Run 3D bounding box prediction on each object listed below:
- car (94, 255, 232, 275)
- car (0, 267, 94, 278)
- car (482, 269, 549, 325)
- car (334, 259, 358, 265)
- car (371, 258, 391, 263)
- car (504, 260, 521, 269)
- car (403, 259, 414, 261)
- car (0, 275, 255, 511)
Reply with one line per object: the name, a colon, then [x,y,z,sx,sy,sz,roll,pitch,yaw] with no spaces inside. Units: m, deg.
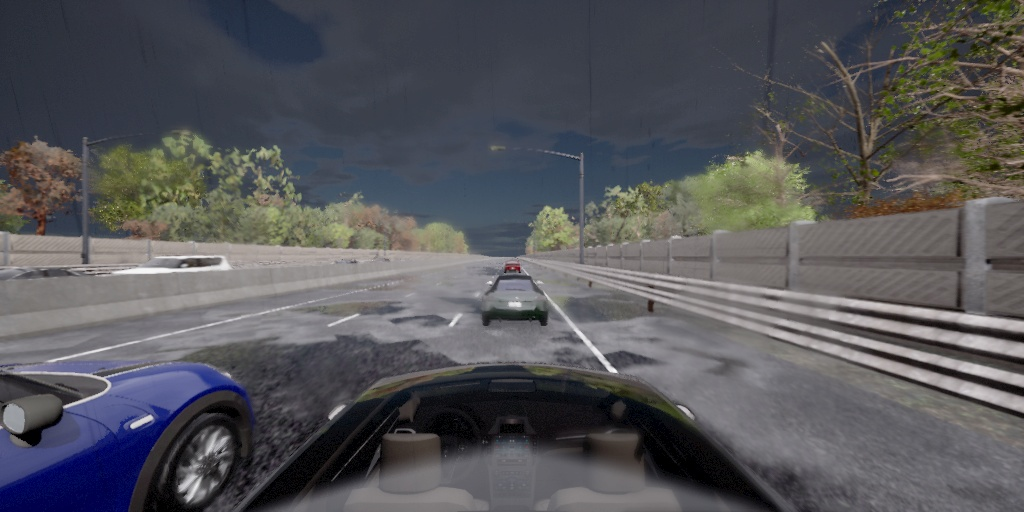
car: [-17.607,0.978,18.895,2.150,2.045,5.566,0,0,0]
car: [-21.105,1.261,15.453,1.837,1.490,4.892,0,0,0]
car: [0.096,1.316,11.907,1.994,1.385,4.181,0,0,0]
car: [-24.585,1.256,53.133,2.128,1.511,4.902,0,0,0]
car: [-21.070,1.117,57.595,2.097,1.767,4.553,0,0,0]
car: [0.081,1.236,43.637,1.882,1.535,5.008,0,0,0]
car: [-17.564,1.257,60.247,2.128,1.511,4.902,0,0,1]
car: [-3.404,1.104,1.389,2.097,1.767,4.553,0,0,0]
